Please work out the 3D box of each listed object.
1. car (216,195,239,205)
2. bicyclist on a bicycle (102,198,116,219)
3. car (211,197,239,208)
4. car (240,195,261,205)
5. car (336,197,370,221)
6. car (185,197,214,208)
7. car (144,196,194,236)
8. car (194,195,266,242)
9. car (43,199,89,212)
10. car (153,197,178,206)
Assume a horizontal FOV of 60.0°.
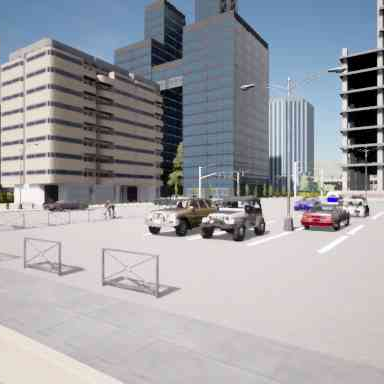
[{"bbox_3d":[6.295,1.372,58.810,2.097,1.767,4.553,0,0,34],"label":"car"},{"bbox_3d":[-6.569,1.317,26.252,1.656,1.620,0.582,0,0,34],"label":"bicyclist on a bicycle"},{"bbox_3d":[5.074,1.565,50.503,2.033,1.411,5.357,0,0,33],"label":"car"},{"bbox_3d":[10.330,1.370,58.385,2.097,1.767,4.553,0,0,34],"label":"car"},{"bbox_3d":[14.047,1.399,28.625,1.970,1.475,3.806,0,0,34],"label":"car"},{"bbox_3d":[1.261,1.512,51.175,2.128,1.511,4.902,0,0,34],"label":"car"},{"bbox_3d":[-0.320,1.161,17.304,1.932,1.855,4.605,0,0,34],"label":"car"},{"bbox_3d":[2.050,1.161,15.644,1.905,1.878,3.866,0,0,34],"label":"car"},{"bbox_3d":[-14.930,1.572,39.809,2.033,1.411,5.357,0,0,34],"label":"car"},{"bbox_3d":[-4.422,1.590,55.429,1.994,1.385,4.181,0,0,34],"label":"car"}]
